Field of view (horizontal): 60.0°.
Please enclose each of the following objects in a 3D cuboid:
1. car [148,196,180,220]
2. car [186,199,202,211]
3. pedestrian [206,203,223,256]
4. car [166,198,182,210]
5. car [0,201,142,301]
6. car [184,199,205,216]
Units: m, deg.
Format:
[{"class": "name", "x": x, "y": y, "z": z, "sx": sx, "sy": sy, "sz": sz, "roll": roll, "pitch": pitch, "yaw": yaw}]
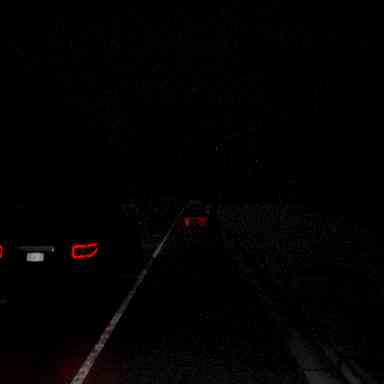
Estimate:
[{"class": "car", "x": -2.465, "y": 1.332, "z": 28.272, "sx": 2.192, "sy": 1.841, "sz": 5.009, "roll": 1, "pitch": 0, "yaw": 0}, {"class": "car", "x": 0.248, "y": 1.598, "z": 42.897, "sx": 1.994, "sy": 1.385, "sz": 4.181, "roll": 0, "pitch": 0, "yaw": 0}, {"class": "pedestrian", "x": 0.780, "y": 1.298, "z": 11.716, "sx": 0.375, "sy": 1.860, "sz": 0.375, "roll": -1, "pitch": -1, "yaw": 0}, {"class": "car", "x": -2.379, "y": 1.561, "z": 44.699, "sx": 1.752, "sy": 1.417, "sz": 4.829, "roll": 1, "pitch": 0, "yaw": 0}, {"class": "car", "x": -2.709, "y": 1.227, "z": 8.465, "sx": 2.150, "sy": 2.045, "sz": 5.566, "roll": 0, "pitch": 0, "yaw": 0}, {"class": "car", "x": 0.248, "y": 1.499, "z": 32.548, "sx": 1.882, "sy": 1.535, "sz": 5.008, "roll": 0, "pitch": 0, "yaw": 0}]
